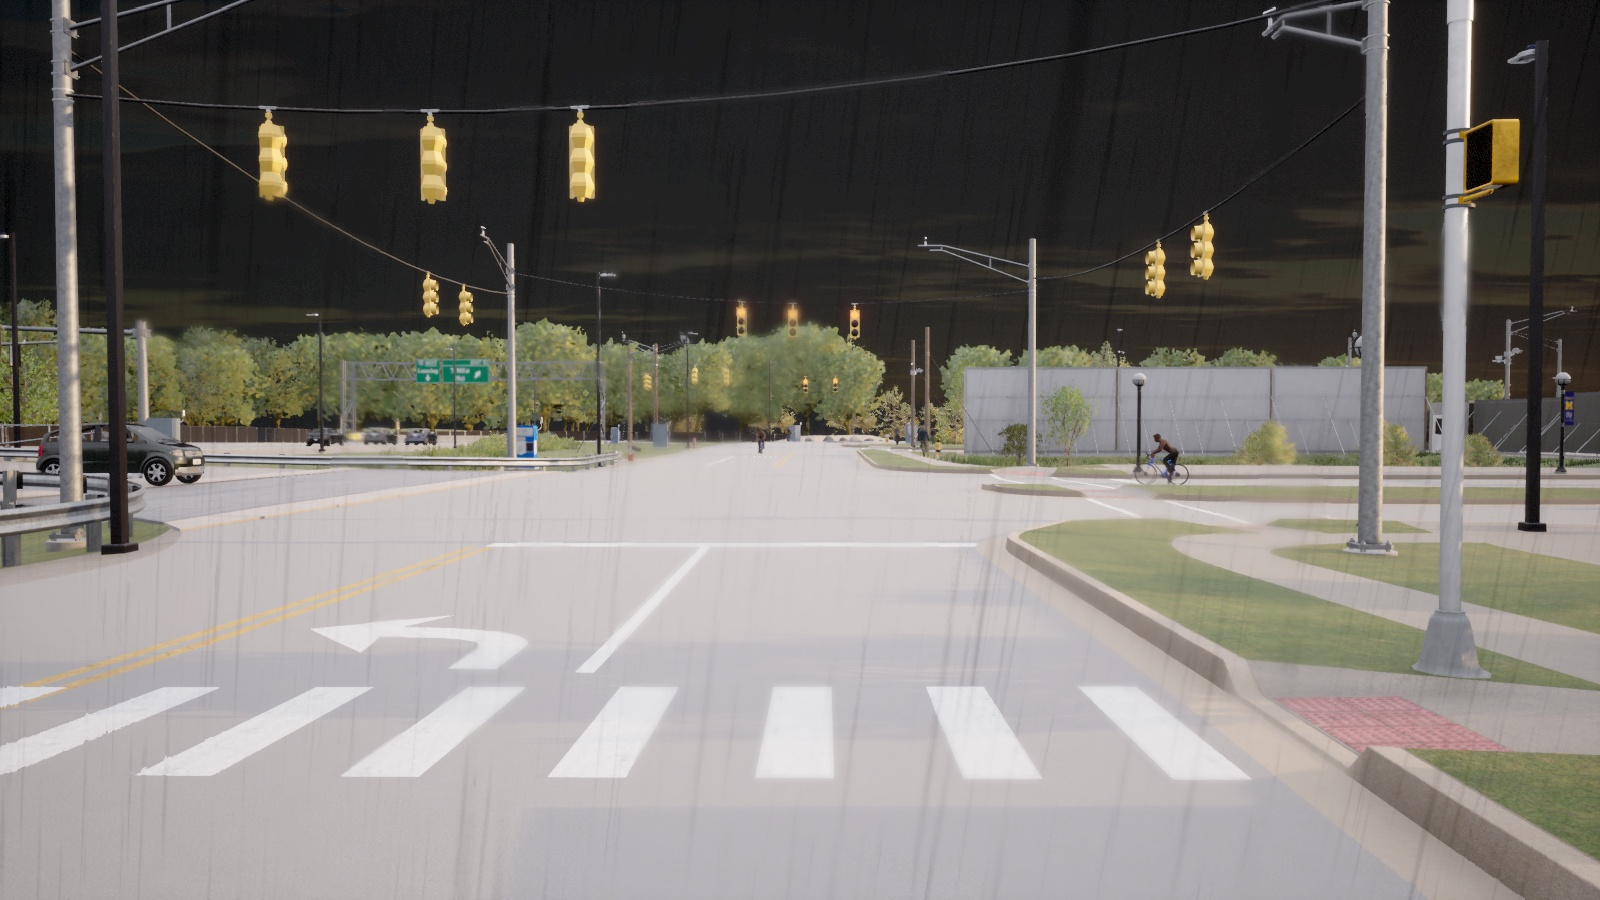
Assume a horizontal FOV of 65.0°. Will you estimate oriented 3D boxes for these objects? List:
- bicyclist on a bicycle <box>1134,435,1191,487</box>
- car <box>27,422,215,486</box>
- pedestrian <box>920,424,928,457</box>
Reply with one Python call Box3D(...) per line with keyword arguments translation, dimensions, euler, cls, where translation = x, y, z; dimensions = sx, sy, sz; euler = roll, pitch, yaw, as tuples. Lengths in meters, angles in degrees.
Box3D(translation=(11.430, 0.329, 39.639), dimensions=(1.656, 1.620, 0.582), euler=(1, 1, 11), cls="bicyclist on a bicycle")
Box3D(translation=(-16.830, 0.080, 31.251), dimensions=(3.705, 1.549, 1.789), euler=(0, 1, 1), cls="car")
Box3D(translation=(7.070, -0.538, 71.680), dimensions=(0.402, 1.842, 0.726), euler=(0, 2, 1), cls="pedestrian")
